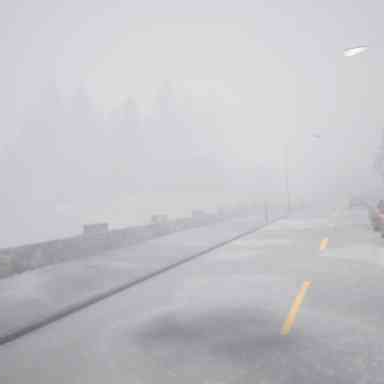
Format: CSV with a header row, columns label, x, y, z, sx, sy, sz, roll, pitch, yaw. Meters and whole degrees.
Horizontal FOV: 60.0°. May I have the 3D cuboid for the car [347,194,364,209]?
label,x,y,z,sx,sy,sz,roll,pitch,yaw
car,19.000,1.134,38.222,2.128,1.511,4.902,-2,-1,26

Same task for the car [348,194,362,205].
label,x,y,z,sx,sy,sz,roll,pitch,yaw
car,24.570,1.049,50.222,1.837,1.490,4.892,-2,-1,25

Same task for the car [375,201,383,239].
label,x,y,z,sx,sy,sz,roll,pitch,yaw
car,8.471,1.280,12.834,1.882,1.535,5.008,-2,-1,25

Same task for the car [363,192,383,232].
label,x,y,z,sx,sy,sz,roll,pitch,yaw
car,10.937,1.060,18.270,2.097,1.767,4.553,-6,-2,25
